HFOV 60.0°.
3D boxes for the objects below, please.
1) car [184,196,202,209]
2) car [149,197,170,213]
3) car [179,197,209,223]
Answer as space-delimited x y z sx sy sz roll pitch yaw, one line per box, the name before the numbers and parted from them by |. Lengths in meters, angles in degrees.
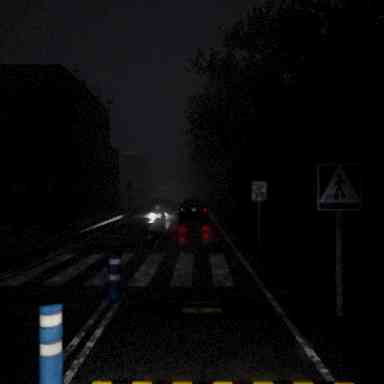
car | 0.092 1.290 41.636 2.033 1.411 5.357 0 0 0
car | -3.336 1.294 34.542 2.128 1.511 4.902 0 0 0
car | 0.125 1.216 24.471 2.097 1.767 4.553 0 1 0
